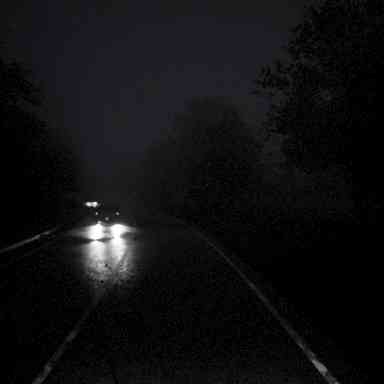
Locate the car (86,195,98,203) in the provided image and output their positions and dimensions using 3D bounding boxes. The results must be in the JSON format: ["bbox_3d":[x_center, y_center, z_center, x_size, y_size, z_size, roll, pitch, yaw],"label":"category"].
[{"bbox_3d":[-19.876,1.359,65.949,2.128,1.511,4.902,2,0,-21],"label":"car"}]

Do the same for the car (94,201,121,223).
[{"bbox_3d":[-6.464,1.587,25.719,1.895,1.301,4.718,1,0,-12],"label":"car"}]
